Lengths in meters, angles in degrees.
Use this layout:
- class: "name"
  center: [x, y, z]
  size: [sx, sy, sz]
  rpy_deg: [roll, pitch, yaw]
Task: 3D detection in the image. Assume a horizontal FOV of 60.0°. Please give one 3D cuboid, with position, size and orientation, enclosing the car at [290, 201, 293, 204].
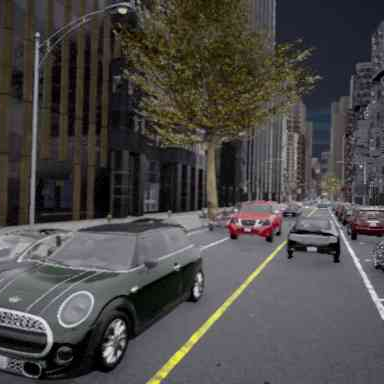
- class: "car"
  center: [14.626, 2.597, 53.399]
  size: [1.752, 1.417, 4.829]
  rpy_deg: [1, -1, 22]

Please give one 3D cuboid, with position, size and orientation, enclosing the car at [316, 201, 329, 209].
- class: "car"
  center: [30.700, 3.191, 78.208]
  size: [2.128, 1.511, 4.902]
  rpy_deg: [1, -1, 22]

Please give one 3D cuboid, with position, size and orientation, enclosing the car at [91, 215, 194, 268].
- class: "car"
  center: [-1.611, 1.681, 12.585]
  size: [1.947, 1.339, 4.313]
  rpy_deg: [1, -1, 22]

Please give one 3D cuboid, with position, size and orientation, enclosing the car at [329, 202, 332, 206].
- class: "car"
  center: [28.719, 3.170, 65.770]
  size: [1.947, 1.339, 4.313]
  rpy_deg: [1, -1, 22]

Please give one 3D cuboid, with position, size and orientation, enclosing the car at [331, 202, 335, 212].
- class: "car"
  center: [20.577, 2.436, 45.289]
  size: [2.192, 1.841, 5.009]
  rpy_deg: [1, -1, 22]

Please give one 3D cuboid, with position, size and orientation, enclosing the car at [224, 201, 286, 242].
- class: "car"
  center: [3.759, 1.557, 18.863]
  size: [2.150, 2.045, 5.566]
  rpy_deg: [1, -1, 22]

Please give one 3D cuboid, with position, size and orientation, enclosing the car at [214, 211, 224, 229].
- class: "car"
  center: [2.463, 1.935, 22.828]
  size: [1.802, 1.307, 4.206]
  rpy_deg: [1, -1, 22]

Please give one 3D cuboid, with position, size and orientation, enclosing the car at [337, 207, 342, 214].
- class: "car"
  center: [14.459, 2.326, 29.923]
  size: [1.947, 1.339, 4.313]
  rpy_deg: [1, -1, 22]

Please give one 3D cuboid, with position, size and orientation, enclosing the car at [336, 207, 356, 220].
- class: "car"
  center: [18.534, 2.545, 40.165]
  size: [1.887, 1.381, 4.507]
  rpy_deg: [1, -1, 22]

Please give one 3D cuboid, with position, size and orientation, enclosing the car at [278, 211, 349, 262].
- class: "car"
  center: [5.017, 1.794, 13.653]
  size: [2.128, 1.511, 4.902]
  rpy_deg: [1, -1, 22]

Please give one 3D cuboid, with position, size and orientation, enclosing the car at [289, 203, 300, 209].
- class: "car"
  center: [22.837, 3.109, 74.042]
  size: [2.008, 1.369, 4.403]
  rpy_deg: [1, -1, 22]

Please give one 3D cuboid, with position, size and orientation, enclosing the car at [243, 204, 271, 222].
- class: "car"
  center: [6.541, 2.033, 33.072]
  size: [1.967, 1.590, 4.097]
  rpy_deg: [1, -1, 22]

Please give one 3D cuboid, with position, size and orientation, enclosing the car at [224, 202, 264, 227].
- class: "car"
  center: [4.507, 1.788, 27.953]
  size: [2.192, 1.841, 5.009]
  rpy_deg: [1, -1, 22]

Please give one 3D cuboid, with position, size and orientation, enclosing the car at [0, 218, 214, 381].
- class: "car"
  center: [-1.393, 1.387, 5.913]
  size: [2.097, 1.767, 4.553]
  rpy_deg: [1, -1, 22]

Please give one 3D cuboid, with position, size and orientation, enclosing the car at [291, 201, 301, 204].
- class: "car"
  center: [20.806, 2.753, 68.924]
  size: [2.192, 1.841, 5.009]
  rpy_deg: [1, -1, 22]

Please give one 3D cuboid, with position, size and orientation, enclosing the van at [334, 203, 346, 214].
- class: "van"
  center: [24.650, 2.704, 55.531]
  size: [1.690, 1.788, 3.998]
  rpy_deg: [1, -1, 22]

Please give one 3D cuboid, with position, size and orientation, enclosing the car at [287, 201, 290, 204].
- class: "car"
  center: [12.653, 2.395, 48.437]
  size: [1.967, 1.590, 4.097]
  rpy_deg: [1, -1, 22]

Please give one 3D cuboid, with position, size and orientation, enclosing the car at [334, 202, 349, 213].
- class: "car"
  center: [16.502, 2.195, 35.047]
  size: [2.192, 1.841, 5.009]
  rpy_deg: [1, -1, 22]

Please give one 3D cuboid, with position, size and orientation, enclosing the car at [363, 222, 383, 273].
- class: "car"
  center: [6.311, 1.833, 9.439]
  size: [2.008, 1.369, 4.403]
  rpy_deg: [1, -1, 22]

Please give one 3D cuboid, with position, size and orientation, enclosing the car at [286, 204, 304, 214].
- class: "car"
  center: [11.456, 2.387, 37.987]
  size: [1.895, 1.301, 4.718]
  rpy_deg: [1, -1, 22]

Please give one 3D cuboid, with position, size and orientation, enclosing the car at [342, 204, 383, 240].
- class: "car"
  center: [10.391, 1.835, 19.684]
  size: [2.192, 1.841, 5.009]
  rpy_deg: [1, -1, 22]
